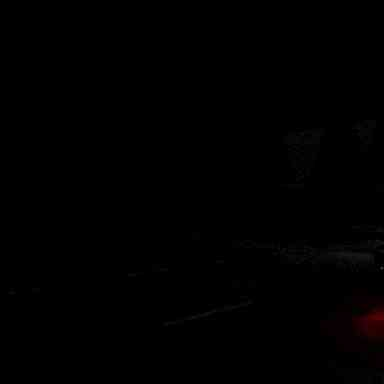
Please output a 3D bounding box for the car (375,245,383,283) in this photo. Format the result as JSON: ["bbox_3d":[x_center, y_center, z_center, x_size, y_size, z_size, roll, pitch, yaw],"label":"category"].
[{"bbox_3d":[6.503,1.578,8.296,4.902,1.511,2.128,1,0,-34],"label":"car"}]
